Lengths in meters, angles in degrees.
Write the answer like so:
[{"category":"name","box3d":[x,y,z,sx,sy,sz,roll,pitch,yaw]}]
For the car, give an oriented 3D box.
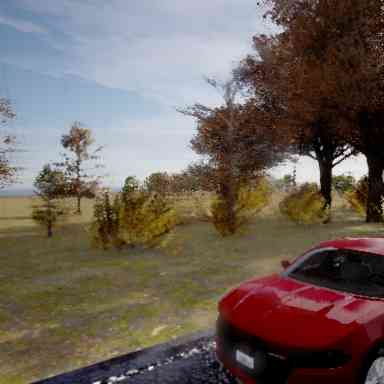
[{"category":"car","box3d":[2.583,1.458,4.910,5.008,1.535,1.882,0,0,-35]}]
